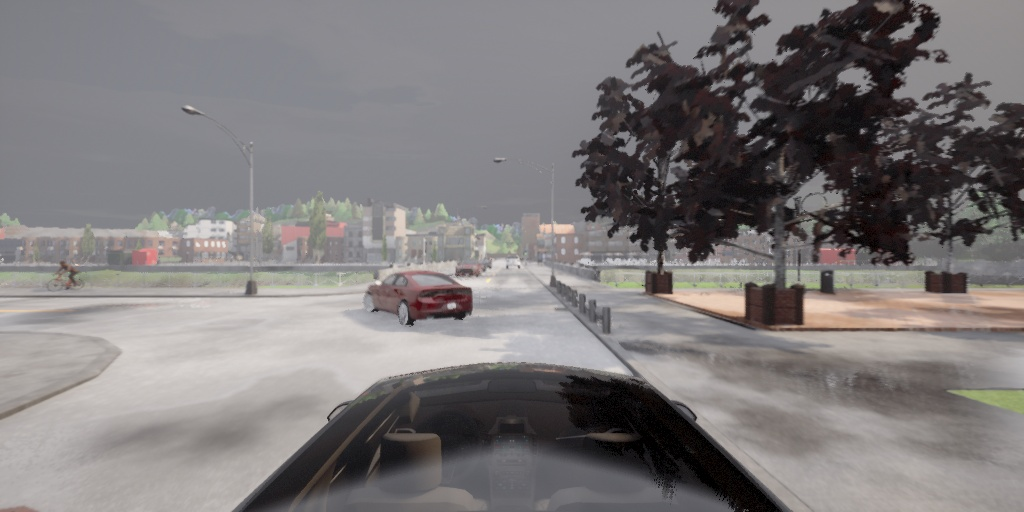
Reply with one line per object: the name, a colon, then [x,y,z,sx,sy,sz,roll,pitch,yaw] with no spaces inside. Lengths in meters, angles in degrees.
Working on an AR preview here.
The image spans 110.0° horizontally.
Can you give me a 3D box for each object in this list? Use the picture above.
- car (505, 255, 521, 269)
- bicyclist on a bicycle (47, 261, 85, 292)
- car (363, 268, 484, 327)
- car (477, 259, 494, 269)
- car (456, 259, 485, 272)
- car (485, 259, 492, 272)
car: [0.181,0.885,55.070,2.150,2.045,5.566,0,0,0]
bicyclist on a bicycle: [-23.998,1.086,19.306,0.582,1.620,1.656,0,0,0]
car: [-3.223,1.214,11.761,1.882,1.535,5.008,1,-1,-39]
car: [-3.931,1.215,53.905,2.033,1.411,5.357,0,0,1]
car: [-4.046,1.052,34.287,2.097,1.767,4.553,0,0,0]
car: [-4.017,1.176,43.531,2.128,1.511,4.902,0,0,0]
